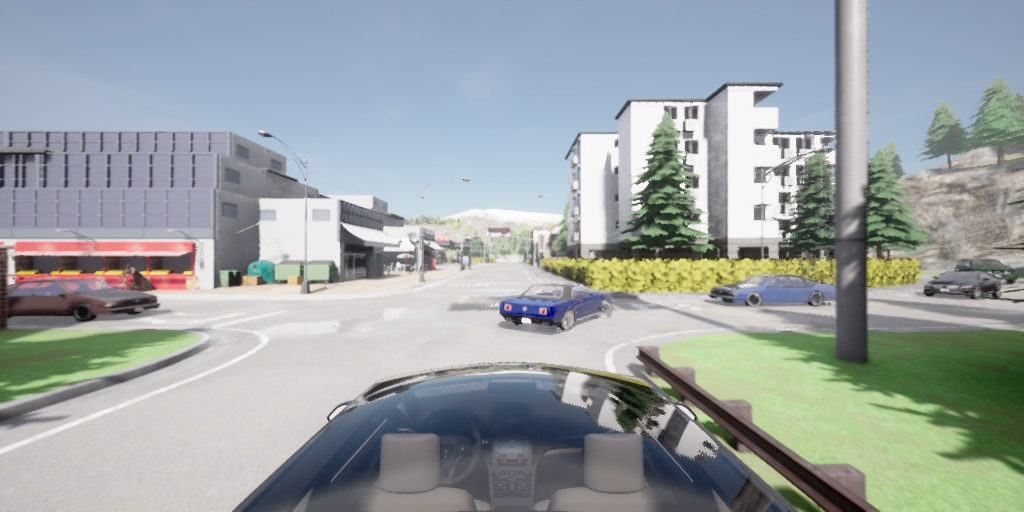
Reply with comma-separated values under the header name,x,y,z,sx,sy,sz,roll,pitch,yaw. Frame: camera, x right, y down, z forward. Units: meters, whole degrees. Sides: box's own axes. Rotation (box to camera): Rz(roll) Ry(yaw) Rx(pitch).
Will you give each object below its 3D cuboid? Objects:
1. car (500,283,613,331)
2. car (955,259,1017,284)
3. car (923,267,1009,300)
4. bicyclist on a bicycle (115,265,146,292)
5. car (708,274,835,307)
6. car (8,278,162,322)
name,x,y,z,sx,sy,sz,roll,pitch,yaw
car,1.714,1.559,12.026,1.895,1.301,4.718,0,0,36
car,40.911,1.275,31.175,2.150,2.045,5.566,0,0,36
car,24.826,1.534,19.720,4.674,1.442,1.812,0,0,-23
bicyclist on a bicycle,-21.804,1.313,20.512,0.582,1.620,1.656,0,0,1
car,12.081,1.542,16.634,5.357,1.411,2.033,0,0,-6
car,-16.043,1.525,12.926,5.357,1.411,2.033,0,0,1
